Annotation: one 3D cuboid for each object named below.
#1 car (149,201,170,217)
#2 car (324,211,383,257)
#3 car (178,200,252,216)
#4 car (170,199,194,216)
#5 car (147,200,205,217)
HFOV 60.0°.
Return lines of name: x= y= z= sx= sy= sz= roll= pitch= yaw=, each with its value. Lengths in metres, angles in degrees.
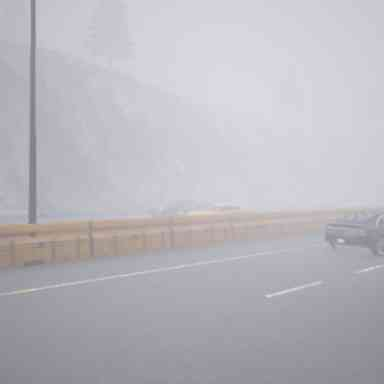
car: x=-1.332 y=1.395 z=28.622 sx=4.553 sy=1.767 sz=2.097 roll=0 pitch=0 yaw=-34
car: x=7.275 y=1.514 z=13.156 sx=4.902 sy=1.511 sz=2.128 roll=0 pitch=0 yaw=-34
car: x=1.843 y=1.512 z=22.348 sx=5.008 sy=1.535 sz=1.882 roll=0 pitch=0 yaw=-34
car: x=1.116 y=1.531 z=26.069 sx=4.902 sy=1.511 sz=2.128 roll=0 pitch=0 yaw=-34
car: x=-1.519 y=1.597 z=32.764 sx=5.357 sy=1.411 sz=2.033 roll=0 pitch=0 yaw=-33
